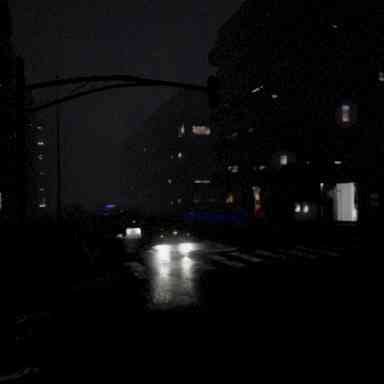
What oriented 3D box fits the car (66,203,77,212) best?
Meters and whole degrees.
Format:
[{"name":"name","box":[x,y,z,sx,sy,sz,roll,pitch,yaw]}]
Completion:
[{"name":"car","box":[-26.483,3.291,72.971,2.192,1.841,5.009,-2,-1,-22]}]

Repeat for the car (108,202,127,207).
[{"name":"car","box":[-10.969,2.686,50.320,2.128,1.511,4.902,-1,-1,-22]}]

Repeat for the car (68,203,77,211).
[{"name":"car","box":[-17.985,2.837,52.241,1.967,1.590,4.097,-2,-1,-22]}]

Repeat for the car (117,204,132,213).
[{"name":"car","box":[-12.429,2.943,60.715,1.752,1.417,4.829,-2,-1,-22]}]

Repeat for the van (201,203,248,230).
[{"name":"van","box":[2.455,1.745,24.269,1.690,1.788,3.998,-2,-1,-22]}]

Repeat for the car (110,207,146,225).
[{"name":"car","box":[-5.362,2.225,28.137,1.994,1.385,4.181,-1,-1,-23]}]

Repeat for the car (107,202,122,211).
[{"name":"car","box":[-16.608,3.018,70.928,2.192,1.841,5.009,-2,-1,-22]}]

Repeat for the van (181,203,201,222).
[{"name":"van","box":[0.337,1.890,29.454,1.690,1.788,3.998,-2,-1,-22]}]

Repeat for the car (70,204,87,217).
[{"name":"car","box":[-15.863,2.835,47.055,1.802,1.307,4.206,-2,-1,-22]}]

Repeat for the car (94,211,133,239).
[{"name":"car","box":[-5.272,2.114,21.133,1.802,1.307,4.206,-2,-1,-22]}]

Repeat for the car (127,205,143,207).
[{"name":"car","box":[-8.126,2.707,50.188,1.802,1.307,4.206,-2,-1,-22]}]

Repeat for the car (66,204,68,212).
[{"name":"car","box":[-20.100,3.092,57.423,2.008,1.369,4.403,-2,-1,-22]}]

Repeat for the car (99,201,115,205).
[{"name":"car","box":[-14.795,2.678,59.668,2.150,2.045,5.566,-1,-1,-22]}]

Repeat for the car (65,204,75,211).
[{"name":"car","box":[-28.609,3.671,78.146,2.008,1.369,4.403,-2,-1,-22]}]

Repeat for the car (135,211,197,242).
[{"name":"car","box":[-1.601,1.969,18.923,1.994,1.385,4.181,-1,-1,-22]}]

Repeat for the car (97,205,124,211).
[{"name":"car","box":[-9.144,2.519,37.420,1.895,1.301,4.718,-1,-1,-22]}]
